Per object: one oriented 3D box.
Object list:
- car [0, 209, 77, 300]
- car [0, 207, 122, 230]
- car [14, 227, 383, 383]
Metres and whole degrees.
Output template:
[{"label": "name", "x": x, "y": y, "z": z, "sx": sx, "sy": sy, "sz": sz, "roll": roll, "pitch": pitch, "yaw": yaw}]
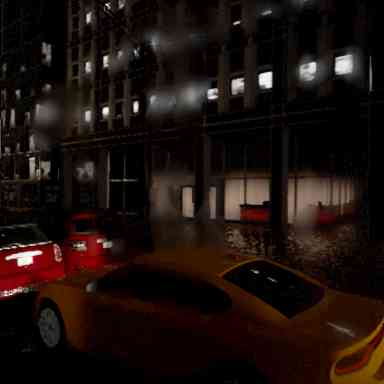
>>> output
[{"label": "car", "x": -5.130, "y": 1.385, "z": 7.693, "sx": 4.553, "sy": 1.767, "sz": 2.097, "roll": 0, "pitch": -1, "yaw": 31}, {"label": "car", "x": -3.979, "y": 1.367, "z": 9.505, "sx": 5.009, "sy": 1.841, "sz": 2.192, "roll": 0, "pitch": 0, "yaw": 36}, {"label": "car", "x": -0.180, "y": 1.512, "z": 4.506, "sx": 5.008, "sy": 1.535, "sz": 1.882, "roll": 0, "pitch": -1, "yaw": 36}]
